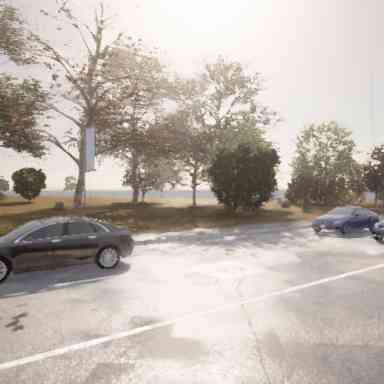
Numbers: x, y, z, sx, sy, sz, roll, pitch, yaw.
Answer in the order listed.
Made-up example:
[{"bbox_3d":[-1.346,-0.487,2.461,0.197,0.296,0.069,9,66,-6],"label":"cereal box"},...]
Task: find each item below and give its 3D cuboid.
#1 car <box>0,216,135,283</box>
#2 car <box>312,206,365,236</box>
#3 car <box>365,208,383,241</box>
[{"bbox_3d":[-4.066,1.502,9.585,4.892,1.490,1.837,0,0,-35],"label":"car"},{"bbox_3d":[8.750,1.526,18.735,4.674,1.442,1.812,0,0,-35],"label":"car"},{"bbox_3d":[10.345,1.526,15.583,4.674,1.442,1.812,0,0,-35],"label":"car"}]
